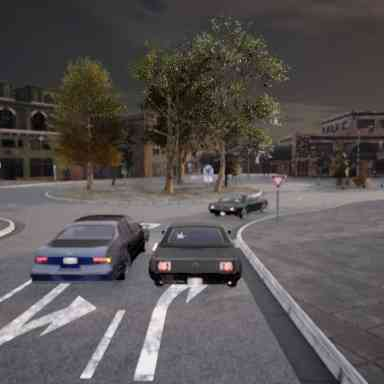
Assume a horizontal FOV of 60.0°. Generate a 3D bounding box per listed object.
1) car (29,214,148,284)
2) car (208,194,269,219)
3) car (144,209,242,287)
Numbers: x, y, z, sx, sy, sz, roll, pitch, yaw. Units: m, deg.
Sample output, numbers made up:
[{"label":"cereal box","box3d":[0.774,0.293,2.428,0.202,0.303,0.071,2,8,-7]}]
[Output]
[{"label":"car","box3d":[-2.415,1.334,9.218,2.033,1.411,5.357,0,2,1]},{"label":"car","box3d":[2.994,0.747,20.305,1.895,1.301,4.718,4,6,35]},{"label":"car","box3d":[0.111,1.404,8.785,1.895,1.301,4.718,0,2,1]}]
